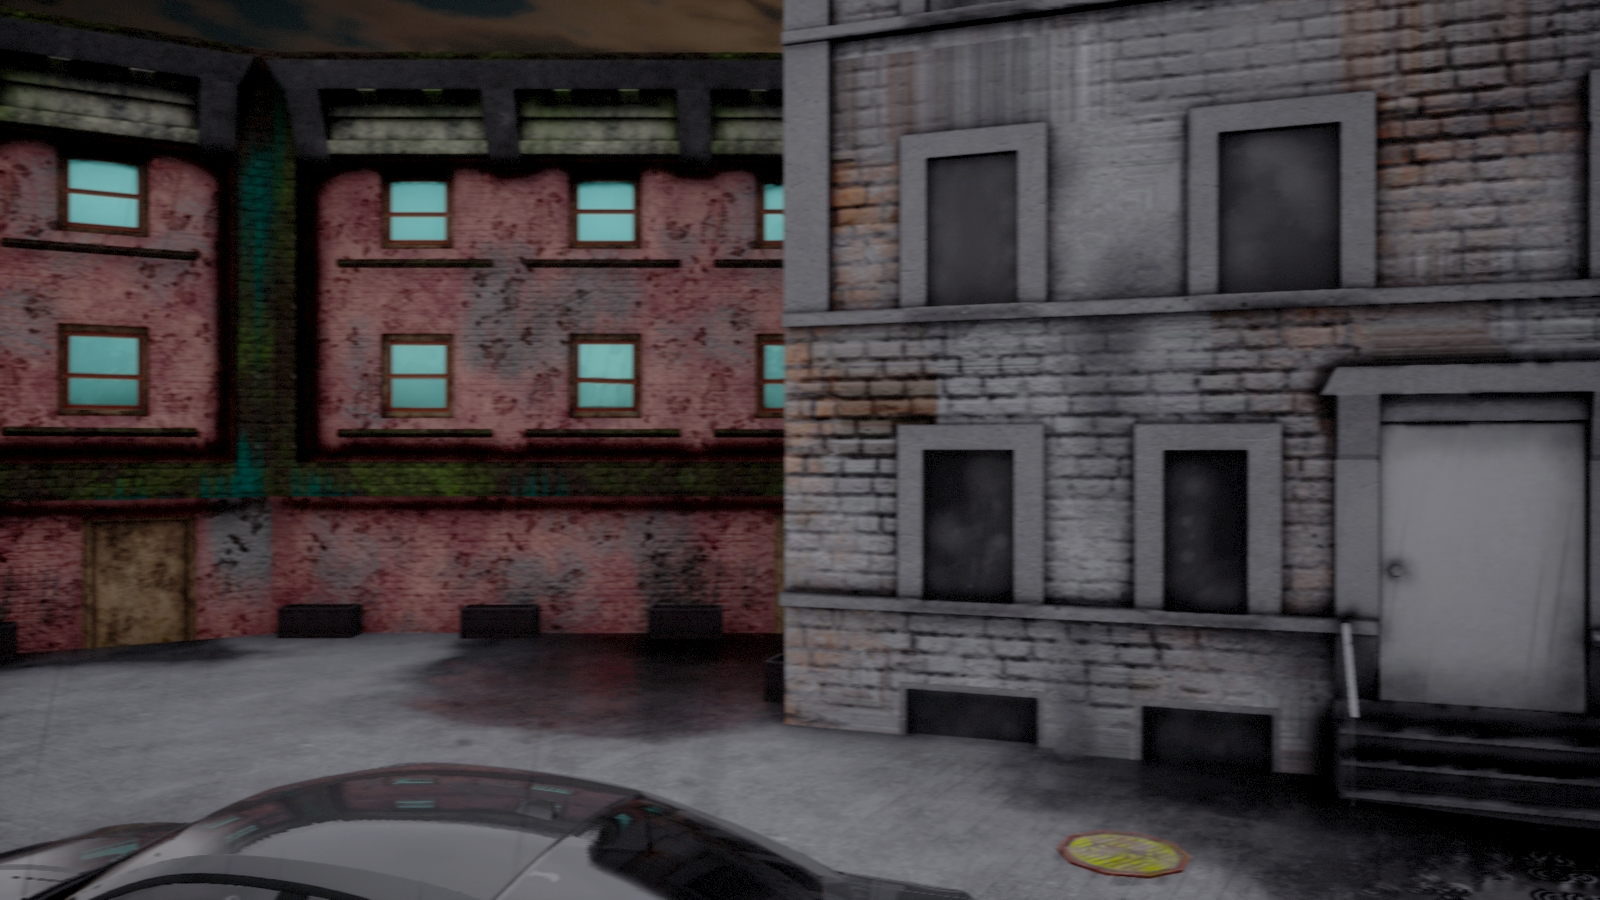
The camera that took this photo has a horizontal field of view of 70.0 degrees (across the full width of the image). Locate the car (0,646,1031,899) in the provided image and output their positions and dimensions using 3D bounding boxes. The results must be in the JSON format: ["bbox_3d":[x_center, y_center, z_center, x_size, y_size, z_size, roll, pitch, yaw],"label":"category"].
[{"bbox_3d":[-1.742,1.808,4.361,5.006,1.535,2.097,0,0,15],"label":"car"}]
